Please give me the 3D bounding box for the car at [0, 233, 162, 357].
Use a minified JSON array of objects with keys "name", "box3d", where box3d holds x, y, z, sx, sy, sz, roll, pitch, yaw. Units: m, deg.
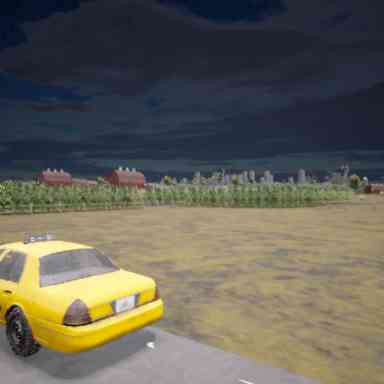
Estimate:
[{"name":"car","box3d":[-2.979,1.550,6.163,5.366,1.575,1.801,-1,-1,37]}]
